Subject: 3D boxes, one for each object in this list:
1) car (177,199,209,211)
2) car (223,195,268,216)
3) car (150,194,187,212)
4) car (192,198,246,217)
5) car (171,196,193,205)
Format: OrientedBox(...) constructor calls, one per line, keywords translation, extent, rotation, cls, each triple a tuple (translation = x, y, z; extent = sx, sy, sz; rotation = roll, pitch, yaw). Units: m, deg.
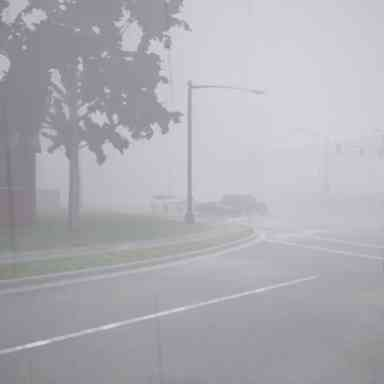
OrientedBox(translation=(0.089, 1.641, 42.159), extent=(1.994, 1.385, 4.181), rotation=(0, 0, -34), cls="car")
OrientedBox(translation=(5.292, 1.297, 34.354), extent=(2.150, 2.045, 5.566), rotation=(0, 0, -34), cls="car")
OrientedBox(translation=(-3.175, 1.287, 40.750), extent=(2.150, 2.045, 5.566), rotation=(0, 0, -34), cls="car")
OrientedBox(translation=(2.410, 1.612, 32.370), extent=(2.033, 1.411, 5.357), rotation=(0, 0, -34), cls="car")
OrientedBox(translation=(-2.026, 1.589, 64.377), extent=(1.882, 1.535, 5.008), rotation=(0, 0, -34), cls="car")
